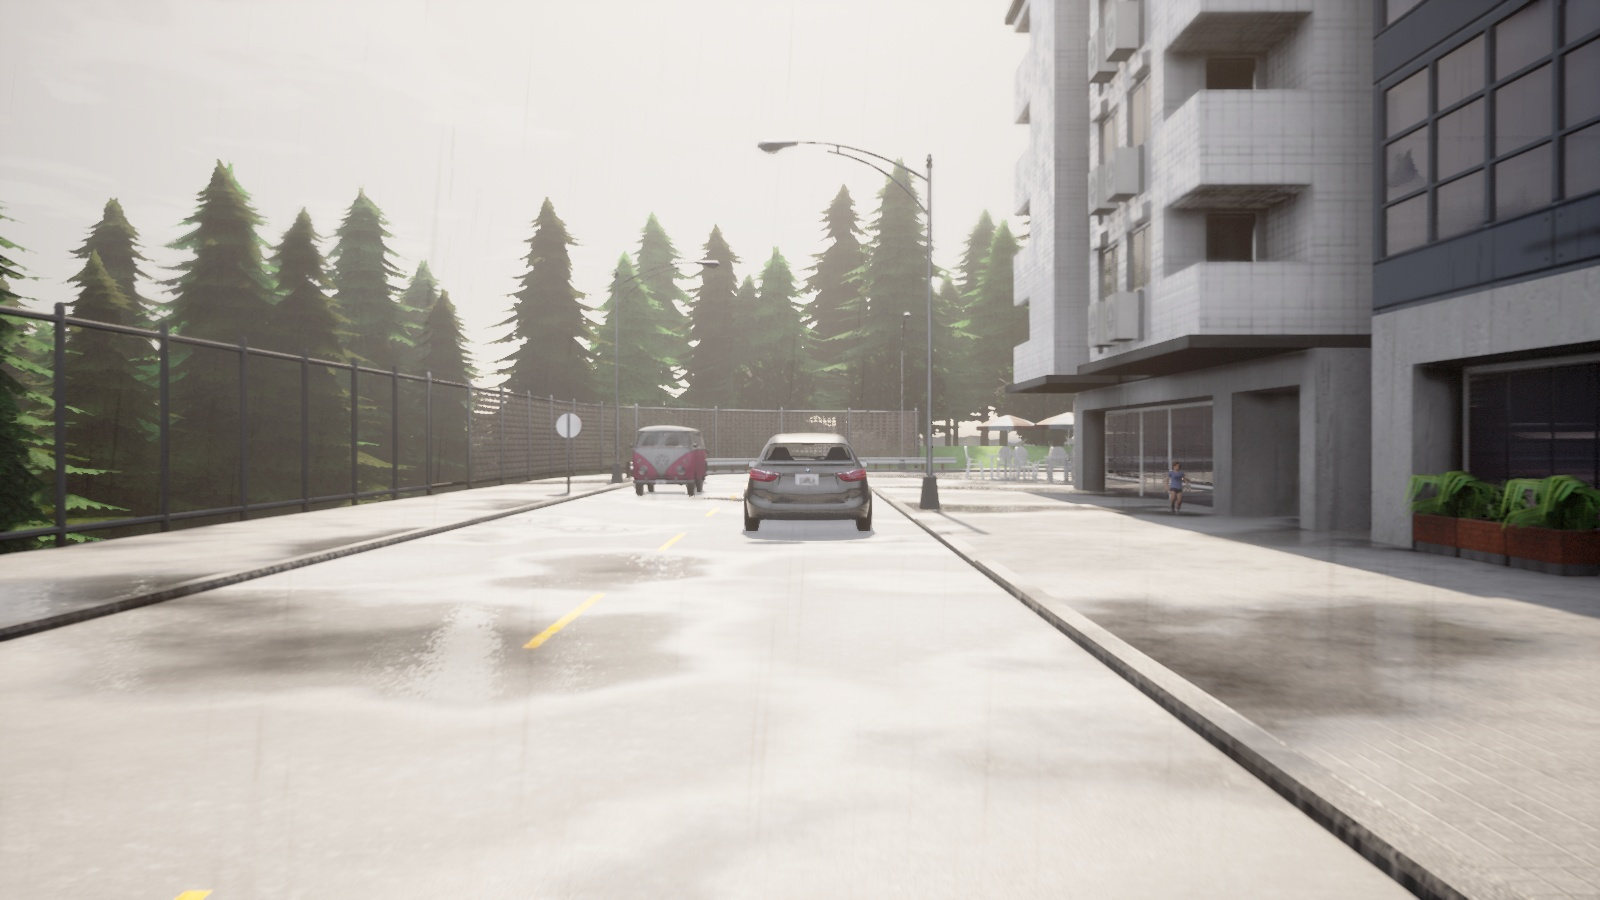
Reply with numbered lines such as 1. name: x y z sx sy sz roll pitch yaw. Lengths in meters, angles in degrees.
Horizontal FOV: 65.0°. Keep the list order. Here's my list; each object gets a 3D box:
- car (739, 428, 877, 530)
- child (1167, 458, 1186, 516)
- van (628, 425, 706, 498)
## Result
1. car: 0.144 0.462 22.814 2.242 1.667 4.611 0 0 0
2. child: 7.401 0.723 24.682 0.255 1.110 0.394 0 0 1
3. van: -3.779 0.291 36.377 1.775 1.987 4.442 0 0 0
